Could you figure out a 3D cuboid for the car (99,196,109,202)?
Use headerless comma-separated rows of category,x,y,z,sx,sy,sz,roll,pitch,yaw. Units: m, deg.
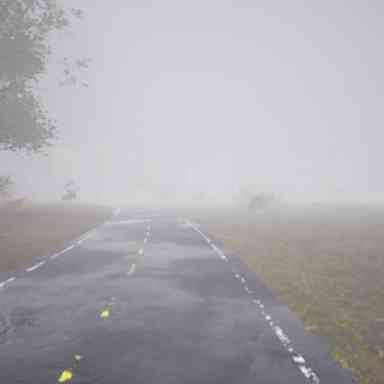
car,-22.668,1.890,85.814,1.837,1.490,4.892,0,0,-27
